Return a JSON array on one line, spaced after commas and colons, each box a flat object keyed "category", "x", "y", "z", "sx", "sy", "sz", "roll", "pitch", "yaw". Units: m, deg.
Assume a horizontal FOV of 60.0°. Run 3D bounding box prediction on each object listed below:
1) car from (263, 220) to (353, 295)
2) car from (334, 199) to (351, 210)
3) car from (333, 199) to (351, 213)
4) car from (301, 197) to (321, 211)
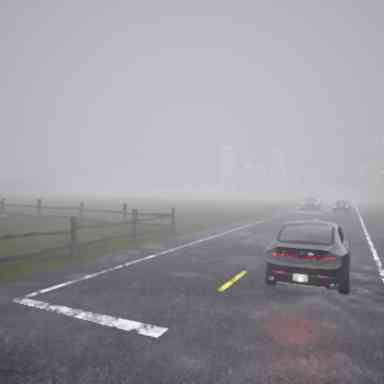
[{"category": "car", "x": 3.262, "y": 1.521, "z": 9.014, "sx": 1.837, "sy": 1.490, "sz": 4.892, "roll": 1, "pitch": 0, "yaw": 25}, {"category": "car", "x": 20.878, "y": 1.687, "z": 46.075, "sx": 1.994, "sy": 1.385, "sz": 4.181, "roll": 1, "pitch": 0, "yaw": 25}, {"category": "car", "x": 17.520, "y": 1.650, "z": 38.937, "sx": 2.033, "sy": 1.411, "sz": 5.357, "roll": 1, "pitch": 0, "yaw": 26}, {"category": "car", "x": 15.227, "y": 1.431, "z": 42.335, "sx": 2.097, "sy": 1.767, "sz": 4.553, "roll": 1, "pitch": 0, "yaw": 25}]
